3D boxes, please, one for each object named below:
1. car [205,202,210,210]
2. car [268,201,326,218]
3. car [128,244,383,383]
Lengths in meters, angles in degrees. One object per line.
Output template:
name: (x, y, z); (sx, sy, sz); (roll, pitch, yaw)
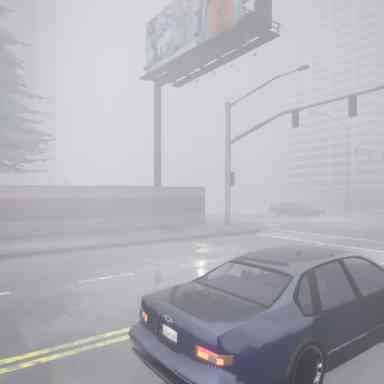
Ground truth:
car: (0.462, 1.526, 43.356); (1.812, 1.442, 4.674); (0, 0, -35)
car: (9.476, 1.547, 30.510); (2.033, 1.411, 5.357); (0, 0, -35)
car: (1.779, 1.547, 5.033); (5.357, 1.411, 2.033); (0, 0, -37)
